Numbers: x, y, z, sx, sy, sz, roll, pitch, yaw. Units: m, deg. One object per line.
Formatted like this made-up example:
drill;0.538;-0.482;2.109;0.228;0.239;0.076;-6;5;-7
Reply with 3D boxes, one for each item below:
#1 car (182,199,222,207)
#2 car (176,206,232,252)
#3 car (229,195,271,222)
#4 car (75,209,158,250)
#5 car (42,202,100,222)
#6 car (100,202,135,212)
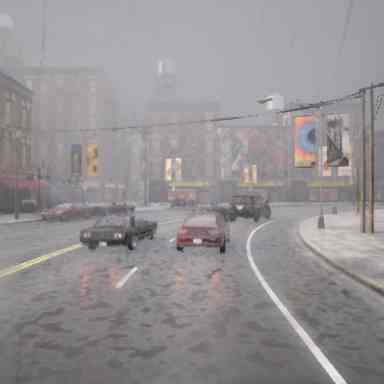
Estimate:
car;1.549;1.563;28.037;2.033;1.411;5.357;0;0;27
car;0.555;1.533;13.781;1.812;1.442;4.674;0;0;9
car;4.686;1.258;26.485;2.150;2.045;5.566;0;0;27
car;-2.896;1.616;14.368;1.895;1.301;4.718;0;0;9
car;-9.898;1.519;26.895;2.002;1.452;4.674;0;0;20
car;-7.733;1.594;32.201;1.895;1.301;4.718;0;0;30
